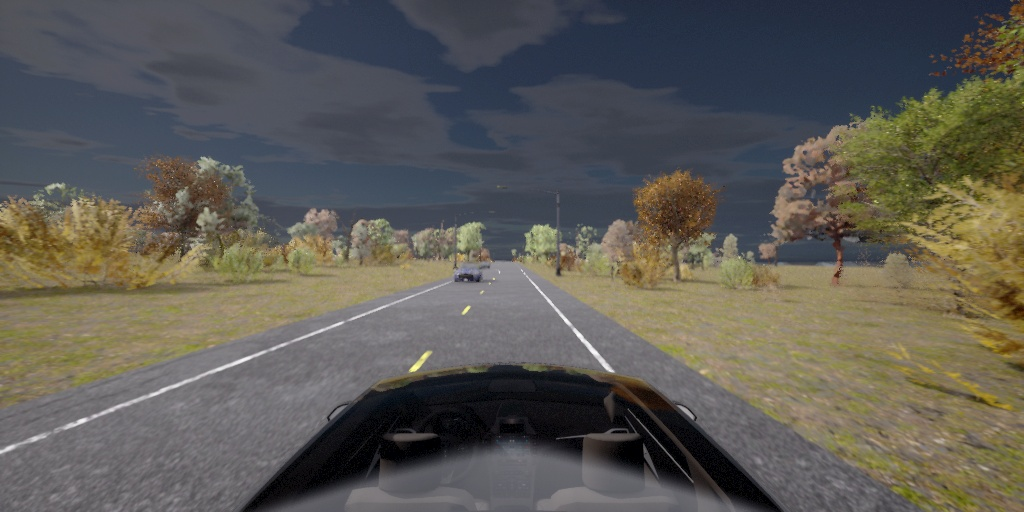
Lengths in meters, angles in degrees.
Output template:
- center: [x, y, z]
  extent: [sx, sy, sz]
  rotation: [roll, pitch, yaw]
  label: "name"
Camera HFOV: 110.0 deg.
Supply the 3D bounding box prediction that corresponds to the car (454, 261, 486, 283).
- center: [-3.630, 1.325, 30.514]
  extent: [2.097, 1.767, 4.553]
  rotation: [0, 0, 0]
  label: "car"
